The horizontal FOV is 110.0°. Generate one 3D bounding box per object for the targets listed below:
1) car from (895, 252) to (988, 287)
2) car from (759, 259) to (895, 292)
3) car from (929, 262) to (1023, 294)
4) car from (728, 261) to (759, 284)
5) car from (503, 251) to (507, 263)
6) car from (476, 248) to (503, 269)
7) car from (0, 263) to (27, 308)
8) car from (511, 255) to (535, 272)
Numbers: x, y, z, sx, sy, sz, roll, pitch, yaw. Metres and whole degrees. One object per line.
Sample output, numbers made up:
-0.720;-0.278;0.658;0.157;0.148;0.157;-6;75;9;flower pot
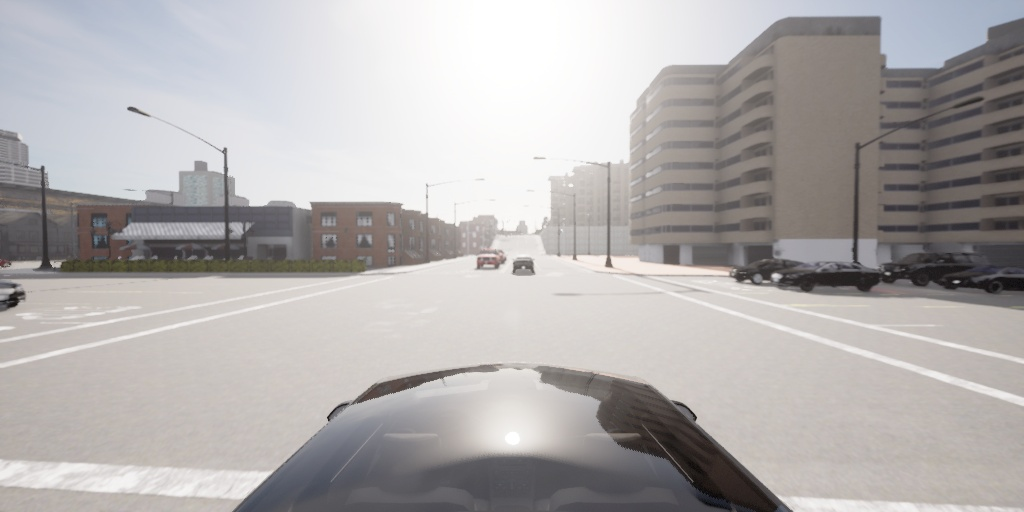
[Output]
25.957;0.788;22.145;5.566;2.045;2.150;1;1;0;car
16.209;1.009;18.692;4.902;1.511;2.128;1;1;0;car
25.131;1.197;18.651;4.181;1.385;1.994;1;1;1;car
16.090;0.940;22.193;4.892;1.490;1.837;1;1;0;car
-2.140;-0.017;48.796;2.150;2.045;5.566;0;1;3;car
-2.484;0.220;38.578;2.150;2.045;5.566;0;1;2;car
-19.697;1.149;12.227;4.902;1.511;2.128;0;1;3;car
1.021;0.640;32.240;1.837;1.490;4.892;0;1;2;car
